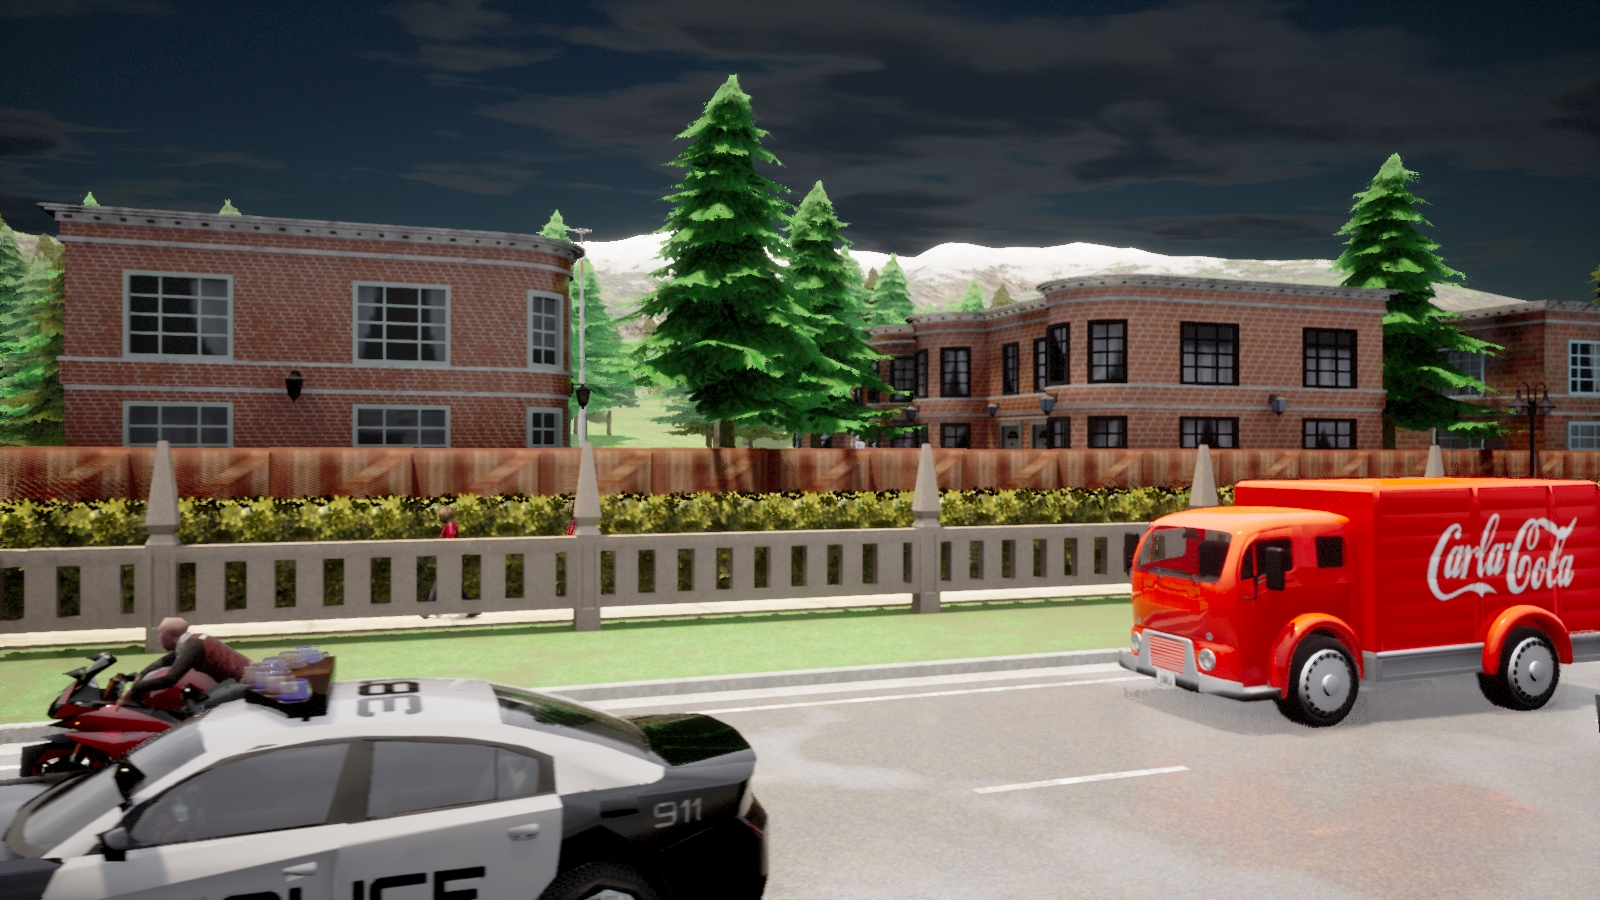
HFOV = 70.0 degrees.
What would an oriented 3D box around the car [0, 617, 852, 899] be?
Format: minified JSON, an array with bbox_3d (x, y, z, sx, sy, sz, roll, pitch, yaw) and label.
[{"bbox_3d":[-2.547,1.983,6.097,5.238,1.638,2.097,0,0,-20],"label":"car"}]

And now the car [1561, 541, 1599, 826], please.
[{"bbox_3d":[9.189,1.777,9.318,6.274,2.098,2.390,0,0,-30],"label":"car"}]

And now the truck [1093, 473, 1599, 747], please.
[{"bbox_3d":[6.346,1.576,13.059,5.204,2.467,2.627,-1,0,-20],"label":"truck"}]

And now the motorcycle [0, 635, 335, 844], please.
[{"bbox_3d":[-4.863,2.204,8.978,2.209,1.251,0.867,0,0,-20],"label":"motorcycle"}]

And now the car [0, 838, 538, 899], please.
[{"bbox_3d":[-2.630,2.064,2.342,4.193,1.474,1.816,0,0,-20],"label":"car"}]

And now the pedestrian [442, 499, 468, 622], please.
[{"bbox_3d":[-5.345,1.705,17.696,0.375,1.860,0.375,0,0,-19],"label":"pedestrian"}]
